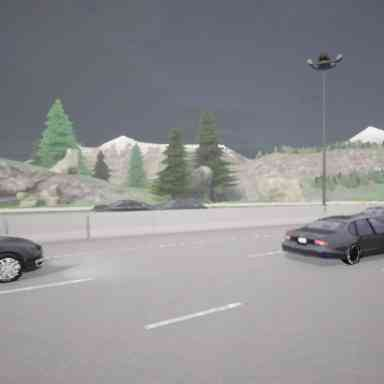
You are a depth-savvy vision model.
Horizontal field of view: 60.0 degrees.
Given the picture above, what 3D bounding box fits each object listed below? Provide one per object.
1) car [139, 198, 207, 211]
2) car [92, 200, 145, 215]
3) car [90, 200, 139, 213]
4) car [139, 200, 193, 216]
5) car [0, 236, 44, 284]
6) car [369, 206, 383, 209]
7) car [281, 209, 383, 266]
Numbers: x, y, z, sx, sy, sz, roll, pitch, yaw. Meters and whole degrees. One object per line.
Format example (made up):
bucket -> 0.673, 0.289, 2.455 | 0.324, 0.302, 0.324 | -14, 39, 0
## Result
car -> -1.106, 1.254, 23.810 | 4.553, 1.767, 2.097 | 0, 0, -30
car -> -7.121, 1.473, 32.458 | 4.718, 1.301, 1.895 | 0, 0, -30
car -> -5.248, 1.404, 25.413 | 4.892, 1.490, 1.837 | 0, 0, -31
car -> -2.394, 1.474, 31.144 | 4.718, 1.301, 1.895 | 0, 0, -29
car -> -6.159, 1.477, 7.856 | 4.892, 1.490, 1.837 | 0, 0, -36
car -> 11.000, 1.462, 18.333 | 5.357, 1.411, 2.033 | 0, 0, -27
car -> 5.494, 1.496, 11.304 | 5.357, 1.411, 2.033 | 0, 0, -31
